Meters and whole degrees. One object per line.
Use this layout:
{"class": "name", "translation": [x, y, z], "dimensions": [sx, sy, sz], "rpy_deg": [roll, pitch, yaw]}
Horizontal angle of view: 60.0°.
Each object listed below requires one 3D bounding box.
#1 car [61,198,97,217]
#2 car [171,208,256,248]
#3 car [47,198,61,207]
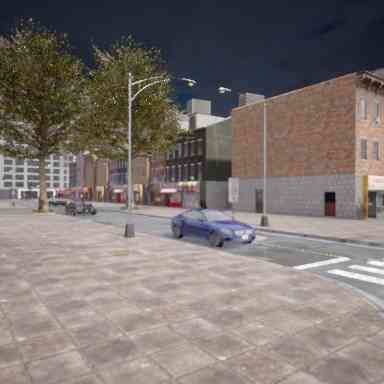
{"class": "car", "translation": [-10.340, 1.499, 30.754], "dimensions": [1.994, 1.385, 4.181], "rpy_deg": [0, 0, -35]}
{"class": "car", "translation": [0.752, 1.484, 14.946], "dimensions": [1.812, 1.442, 4.674], "rpy_deg": [0, 1, -35]}
{"class": "car", "translation": [-20.792, 1.532, 50.755], "dimensions": [1.895, 1.301, 4.718], "rpy_deg": [0, 0, -35]}
